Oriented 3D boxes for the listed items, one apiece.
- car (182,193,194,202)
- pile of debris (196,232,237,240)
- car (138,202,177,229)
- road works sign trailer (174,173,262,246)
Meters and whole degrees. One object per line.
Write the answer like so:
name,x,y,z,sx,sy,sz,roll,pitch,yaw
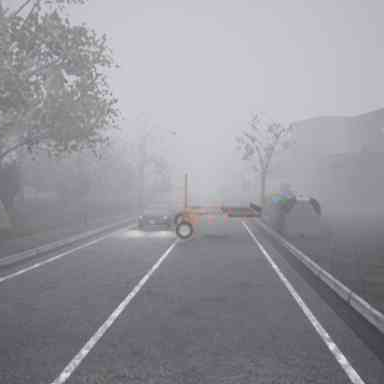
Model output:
car,-0.789,0.988,63.075,2.097,1.767,4.553,-1,0,-5
pile of debris,1.159,2.077,15.818,1.860,0.140,1.500,0,0,3
car,-2.018,1.387,20.732,1.812,1.442,4.674,0,0,5
road works sign trailer,1.028,0.634,14.520,3.560,2.880,2.380,0,5,-5
